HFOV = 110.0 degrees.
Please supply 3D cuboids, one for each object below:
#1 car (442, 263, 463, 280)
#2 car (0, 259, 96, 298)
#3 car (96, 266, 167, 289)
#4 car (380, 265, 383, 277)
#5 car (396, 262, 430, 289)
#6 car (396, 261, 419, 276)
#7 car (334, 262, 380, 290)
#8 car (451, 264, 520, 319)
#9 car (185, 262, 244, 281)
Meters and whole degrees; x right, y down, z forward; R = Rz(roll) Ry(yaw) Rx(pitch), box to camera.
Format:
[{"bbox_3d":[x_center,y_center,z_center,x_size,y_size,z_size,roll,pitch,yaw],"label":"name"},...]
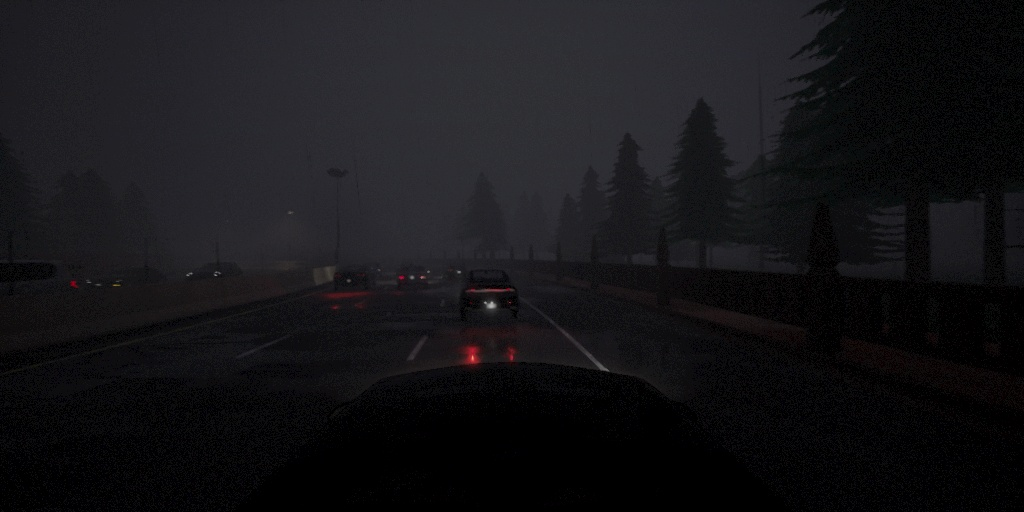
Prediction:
[{"bbox_3d":[-4.857,1.277,30.907,1.994,1.385,4.181,-1,0,-17],"label":"car"},{"bbox_3d":[-14.625,1.094,8.990,2.150,2.045,5.566,0,0,-6],"label":"car"},{"bbox_3d":[-24.516,1.433,23.028,1.837,1.490,4.892,0,0,-16],"label":"car"},{"bbox_3d":[-13.605,1.334,34.994,2.033,1.411,5.357,-1,0,-20],"label":"car"},{"bbox_3d":[-6.338,1.297,23.131,2.033,1.411,5.357,-1,0,-13],"label":"car"},{"bbox_3d":[-11.392,1.318,38.808,1.994,1.385,4.181,-1,0,-22],"label":"car"},{"bbox_3d":[-9.908,1.263,22.919,1.882,1.535,5.008,-1,0,-13],"label":"car"},{"bbox_3d":[-0.895,1.218,12.731,2.128,1.511,4.902,0,0,-7],"label":"car"},{"bbox_3d":[-21.916,1.242,26.600,2.097,1.767,4.553,-1,0,-17],"label":"car"}]
